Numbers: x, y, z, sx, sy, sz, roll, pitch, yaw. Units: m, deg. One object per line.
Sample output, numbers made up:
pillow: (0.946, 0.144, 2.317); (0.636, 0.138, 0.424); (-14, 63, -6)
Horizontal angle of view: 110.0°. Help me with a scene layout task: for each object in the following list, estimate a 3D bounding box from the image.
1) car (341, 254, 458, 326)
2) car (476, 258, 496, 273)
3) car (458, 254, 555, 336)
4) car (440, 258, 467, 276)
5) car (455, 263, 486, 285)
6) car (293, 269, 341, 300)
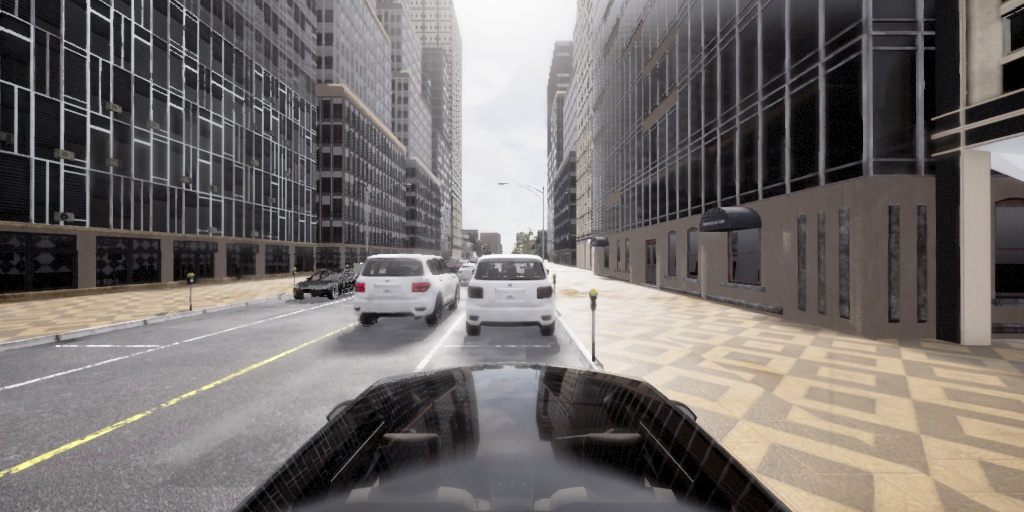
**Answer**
car: (-3.150, 0.971, 11.781); (2.150, 2.045, 5.566); (0, 0, 0)
car: (-3.060, 1.086, 43.682); (2.097, 1.767, 4.553); (0, 0, 0)
car: (-0.039, 0.977, 10.529); (2.150, 2.045, 5.566); (0, 0, 0)
car: (-6.231, 1.089, 38.545); (2.097, 1.767, 4.553); (0, 0, 0)
car: (-3.067, 1.269, 27.201); (1.812, 1.442, 4.674); (0, 0, 0)
car: (-8.836, 1.313, 17.650); (1.948, 1.339, 4.313); (0, 0, 0)
